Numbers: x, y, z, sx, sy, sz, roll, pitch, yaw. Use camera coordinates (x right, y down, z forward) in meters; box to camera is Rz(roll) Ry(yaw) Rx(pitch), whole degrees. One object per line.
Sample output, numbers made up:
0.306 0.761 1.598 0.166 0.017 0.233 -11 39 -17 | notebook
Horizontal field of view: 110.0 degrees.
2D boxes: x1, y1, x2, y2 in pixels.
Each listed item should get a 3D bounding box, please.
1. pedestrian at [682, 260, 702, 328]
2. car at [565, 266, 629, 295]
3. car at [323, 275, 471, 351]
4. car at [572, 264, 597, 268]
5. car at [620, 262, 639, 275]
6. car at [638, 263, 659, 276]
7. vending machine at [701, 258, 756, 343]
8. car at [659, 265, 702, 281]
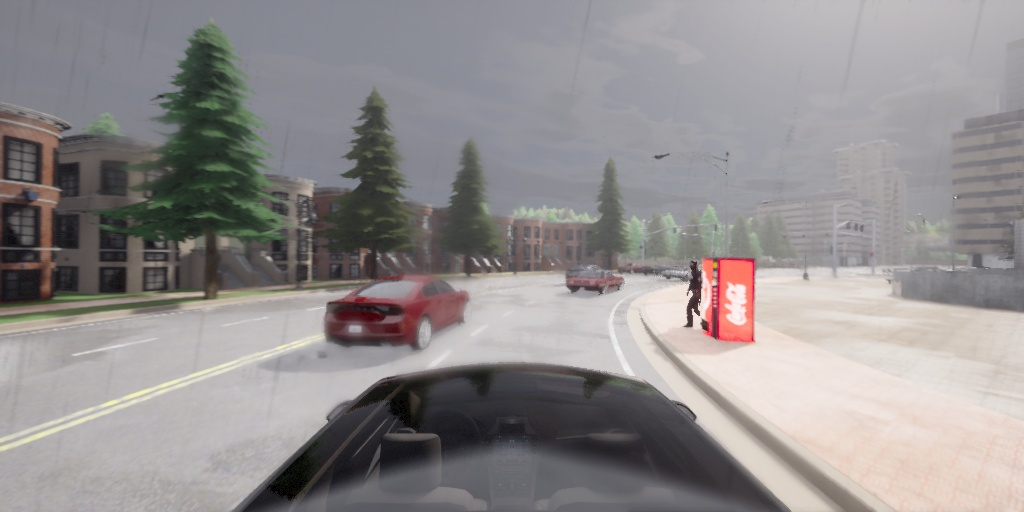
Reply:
4.806 0.973 9.443 0.375 1.860 0.375 1 0 13 | pedestrian
4.961 1.469 20.766 1.895 1.301 4.718 0 0 34 | car
-2.495 1.221 9.119 1.882 1.535 5.008 0 0 10 | car
5.896 1.389 27.562 2.128 1.511 4.902 0 0 37 | car
15.504 1.549 45.510 5.008 1.535 1.882 1 0 -35 | car
17.560 1.701 42.679 4.718 1.301 1.895 1 0 -35 | car
5.140 1.026 8.599 1.100 2.100 0.880 0 0 12 | vending machine
16.316 1.640 33.687 4.718 1.301 1.895 1 0 -33 | car
